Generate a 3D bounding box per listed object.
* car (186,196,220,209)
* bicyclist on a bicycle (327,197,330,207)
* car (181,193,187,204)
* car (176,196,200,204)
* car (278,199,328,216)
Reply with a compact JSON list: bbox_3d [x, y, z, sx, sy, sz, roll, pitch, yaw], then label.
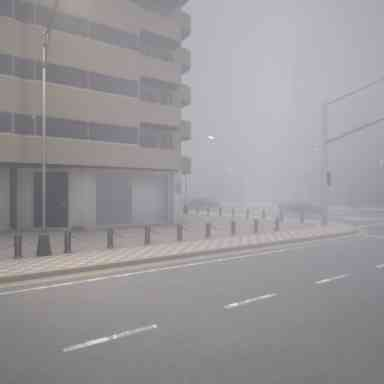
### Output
[{"bbox_3d":[1.743,1.408,44.446,1.882,1.535,5.008,0,0,-35],"label":"car"},{"bbox_3d":[17.321,1.225,43.050,1.656,1.620,0.582,0,0,-35],"label":"bicyclist on a bicycle"},{"bbox_3d":[-3.522,1.150,58.373,2.150,2.045,5.566,0,0,-34],"label":"car"},{"bbox_3d":[-0.786,1.431,60.574,1.837,1.490,4.892,0,0,-34],"label":"car"},{"bbox_3d":[10.560,1.422,31.941,2.128,1.511,4.902,0,0,-36],"label":"car"}]
